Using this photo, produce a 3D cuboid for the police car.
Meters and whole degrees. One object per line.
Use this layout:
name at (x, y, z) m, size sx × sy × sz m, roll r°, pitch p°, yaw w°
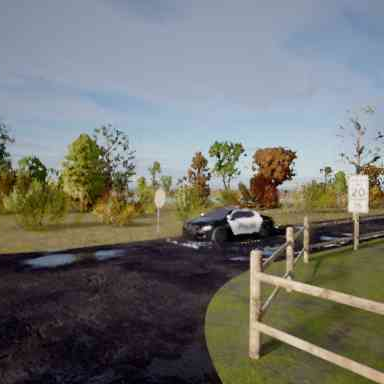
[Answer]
police car at (1.757, 1.478, 15.962) m, size 4.974 × 1.542 × 2.038 m, roll 0°, pitch 1°, yaw -40°
